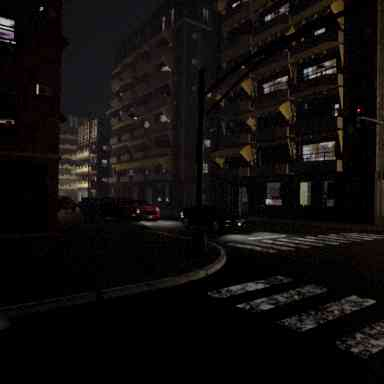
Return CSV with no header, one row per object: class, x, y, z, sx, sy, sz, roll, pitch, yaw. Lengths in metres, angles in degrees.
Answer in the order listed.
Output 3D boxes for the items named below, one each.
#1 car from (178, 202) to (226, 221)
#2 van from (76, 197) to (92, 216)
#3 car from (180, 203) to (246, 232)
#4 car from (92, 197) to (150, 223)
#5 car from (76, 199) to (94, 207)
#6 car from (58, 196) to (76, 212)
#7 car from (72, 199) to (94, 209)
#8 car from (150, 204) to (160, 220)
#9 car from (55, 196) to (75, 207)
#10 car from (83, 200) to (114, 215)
car,0.777,1.686,30.118,1.752,1.417,4.829,1,-1,-35
van,-8.774,1.354,29.980,1.690,1.788,3.998,1,-1,-35
car,1.179,1.527,20.239,1.837,1.490,4.892,1,-1,-36
car,-5.552,1.310,25.429,2.192,1.841,5.009,1,-1,-35
car,-18.448,1.867,57.286,1.802,1.307,4.206,1,-1,-35
car,-15.214,1.368,39.083,2.192,1.841,5.009,1,-1,-35
car,-16.432,1.769,50.176,1.994,1.385,4.181,1,-1,-35
car,-4.549,1.404,28.285,2.097,1.767,4.553,1,-1,-35
car,-22.458,1.599,58.707,2.097,1.767,4.553,1,-1,-36
car,-10.256,1.650,36.351,1.994,1.385,4.181,1,-1,-35
